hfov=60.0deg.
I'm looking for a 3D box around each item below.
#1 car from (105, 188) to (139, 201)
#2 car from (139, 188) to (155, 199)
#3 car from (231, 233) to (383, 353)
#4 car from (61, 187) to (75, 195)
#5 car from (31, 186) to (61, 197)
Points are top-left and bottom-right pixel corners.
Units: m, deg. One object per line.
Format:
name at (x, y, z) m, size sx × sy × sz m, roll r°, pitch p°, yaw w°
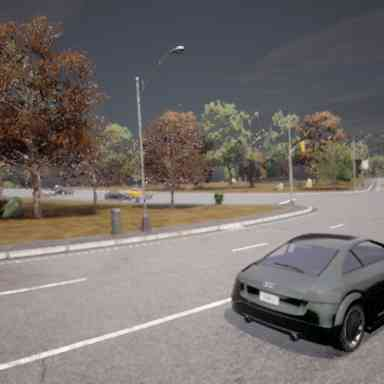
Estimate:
car at (-10.044, 0.412, 46.020) m, size 4.674 × 1.442 × 1.812 m, roll 1°, pitch 4°, yaw 33°
car at (-7.738, 0.154, 48.686) m, size 5.008 × 1.535 × 1.882 m, roll 1°, pitch 4°, yaw 33°
car at (2.672, 1.446, 6.064) m, size 4.181 × 1.385 × 1.994 m, roll -2°, pitch 1°, yaw -39°
car at (-22.777, -0.202, 58.466) m, size 4.892 × 1.490 × 1.837 m, roll 2°, pitch 5°, yaw 32°
car at (-24.632, 0.065, 55.509) m, size 4.718 × 1.301 × 1.895 m, roll 2°, pitch 5°, yaw 32°
